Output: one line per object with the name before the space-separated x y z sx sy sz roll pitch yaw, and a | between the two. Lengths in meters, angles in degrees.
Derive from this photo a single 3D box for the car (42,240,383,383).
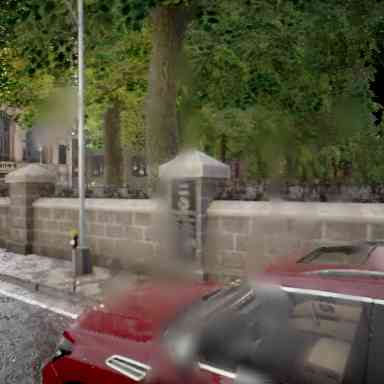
car | 1.159 1.289 2.190 5.009 1.841 2.192 0 1 34
